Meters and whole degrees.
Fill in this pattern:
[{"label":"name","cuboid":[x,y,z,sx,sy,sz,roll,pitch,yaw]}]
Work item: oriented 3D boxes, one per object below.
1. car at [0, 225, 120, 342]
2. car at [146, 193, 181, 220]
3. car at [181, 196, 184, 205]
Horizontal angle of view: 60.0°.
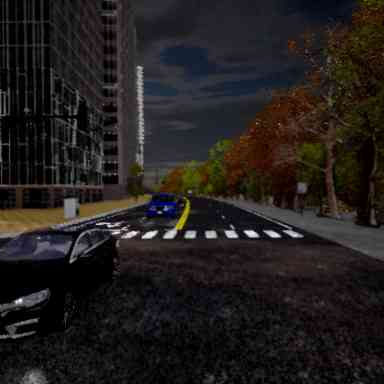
[{"label":"car","cuboid":[-2.878,1.518,6.932,2.128,1.511,4.902,-1,0,2]},{"label":"car","cuboid":[-2.314,1.120,27.057,2.150,2.045,5.566,-1,1,1]},{"label":"car","cuboid":[-2.214,1.329,53.011,1.895,1.301,4.718,-1,0,-1]}]
